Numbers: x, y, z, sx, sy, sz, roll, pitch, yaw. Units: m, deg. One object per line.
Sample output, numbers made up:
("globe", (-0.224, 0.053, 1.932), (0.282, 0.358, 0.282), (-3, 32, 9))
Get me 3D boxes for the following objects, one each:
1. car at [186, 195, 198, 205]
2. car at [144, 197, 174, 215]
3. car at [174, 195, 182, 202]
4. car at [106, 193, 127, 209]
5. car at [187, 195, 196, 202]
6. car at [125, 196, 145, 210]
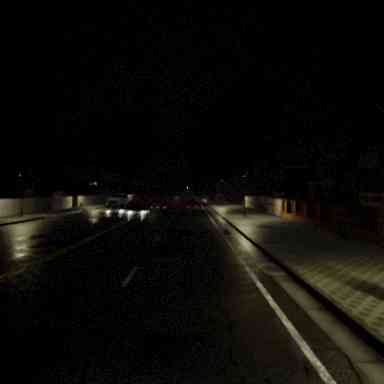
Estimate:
("car", (-0.004, 1.475, 59.095), (1.812, 1.442, 4.674), (0, 0, 0))
("car", (-3.209, 1.510, 33.804), (2.033, 1.411, 5.357), (0, 0, 0))
("car", (-3.383, 1.479, 74.367), (1.812, 1.442, 4.674), (0, 0, 0))
("car", (-9.905, 1.191, 44.692), (2.150, 2.045, 5.566), (0, 0, 0))
("car", (-0.144, 1.477, 80.105), (2.128, 1.511, 4.902), (0, 0, 0))
("car", (-6.656, 1.441, 41.520), (1.882, 1.535, 5.008), (0, 0, 0))
